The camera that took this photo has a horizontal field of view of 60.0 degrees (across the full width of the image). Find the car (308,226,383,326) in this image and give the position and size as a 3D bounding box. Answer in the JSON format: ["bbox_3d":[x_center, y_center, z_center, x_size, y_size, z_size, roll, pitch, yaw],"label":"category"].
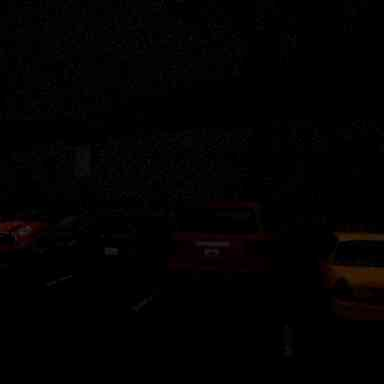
[{"bbox_3d":[3.569,1.491,7.148,1.946,1.575,5.366,0,-1,15],"label":"car"}]

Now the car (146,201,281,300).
[{"bbox_3d":[1.081,1.253,8.742,2.435,2.045,5.566,0,-1,15],"label":"car"}]

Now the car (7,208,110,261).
[{"bbox_3d":[-3.809,1.533,12.195,2.231,1.521,4.892,0,-1,15],"label":"car"}]

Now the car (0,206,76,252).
[{"bbox_3d":[-6.248,1.422,13.961,2.185,1.767,4.553,0,-1,15],"label":"car"}]

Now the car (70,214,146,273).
[{"bbox_3d":[-1.367,1.547,10.480,2.163,1.488,4.792,0,-1,15],"label":"car"}]
